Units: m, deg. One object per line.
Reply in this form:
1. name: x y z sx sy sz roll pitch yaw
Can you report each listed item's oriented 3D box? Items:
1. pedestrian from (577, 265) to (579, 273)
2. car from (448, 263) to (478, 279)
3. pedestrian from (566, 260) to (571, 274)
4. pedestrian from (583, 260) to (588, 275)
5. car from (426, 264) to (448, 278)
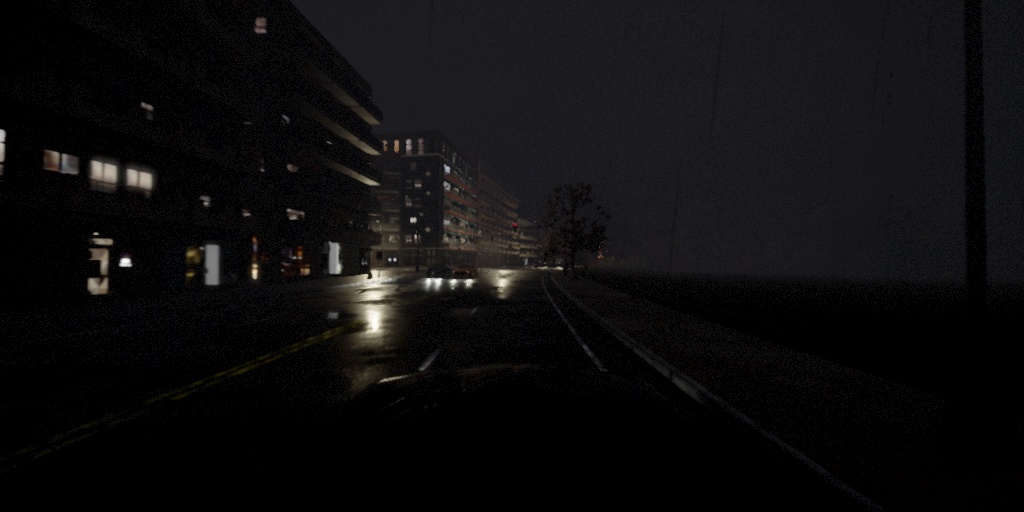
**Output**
1. pedestrian: 7.736 1.312 42.285 0.375 1.860 0.375 0 -1 6
2. car: -4.961 1.567 38.380 1.882 1.535 5.008 0 -1 5
3. pedestrian: 6.661 1.324 43.595 0.375 1.860 0.375 0 -1 6
4. pedestrian: 8.789 1.365 42.785 0.375 1.860 0.375 0 -1 6
5. car: -8.066 1.591 40.052 2.128 1.511 4.902 0 -1 6
